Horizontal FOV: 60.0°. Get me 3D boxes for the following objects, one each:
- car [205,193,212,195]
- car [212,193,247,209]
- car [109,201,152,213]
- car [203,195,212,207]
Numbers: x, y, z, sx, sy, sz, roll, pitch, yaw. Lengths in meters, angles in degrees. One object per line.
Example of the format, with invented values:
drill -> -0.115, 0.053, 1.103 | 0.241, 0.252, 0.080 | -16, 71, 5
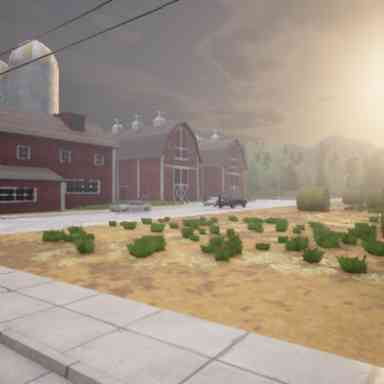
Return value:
car -> 3.029, 1.125, 56.027 | 1.905, 1.878, 3.866 | 6, 1, -8
car -> 5.562, 1.202, 46.153 | 2.150, 2.045, 5.566 | 0, 0, 36
car -> -6.439, 1.580, 35.165 | 1.895, 1.301, 4.718 | 0, 0, 35
car -> 3.482, 1.543, 49.359 | 1.812, 1.442, 4.674 | 0, 0, 35
